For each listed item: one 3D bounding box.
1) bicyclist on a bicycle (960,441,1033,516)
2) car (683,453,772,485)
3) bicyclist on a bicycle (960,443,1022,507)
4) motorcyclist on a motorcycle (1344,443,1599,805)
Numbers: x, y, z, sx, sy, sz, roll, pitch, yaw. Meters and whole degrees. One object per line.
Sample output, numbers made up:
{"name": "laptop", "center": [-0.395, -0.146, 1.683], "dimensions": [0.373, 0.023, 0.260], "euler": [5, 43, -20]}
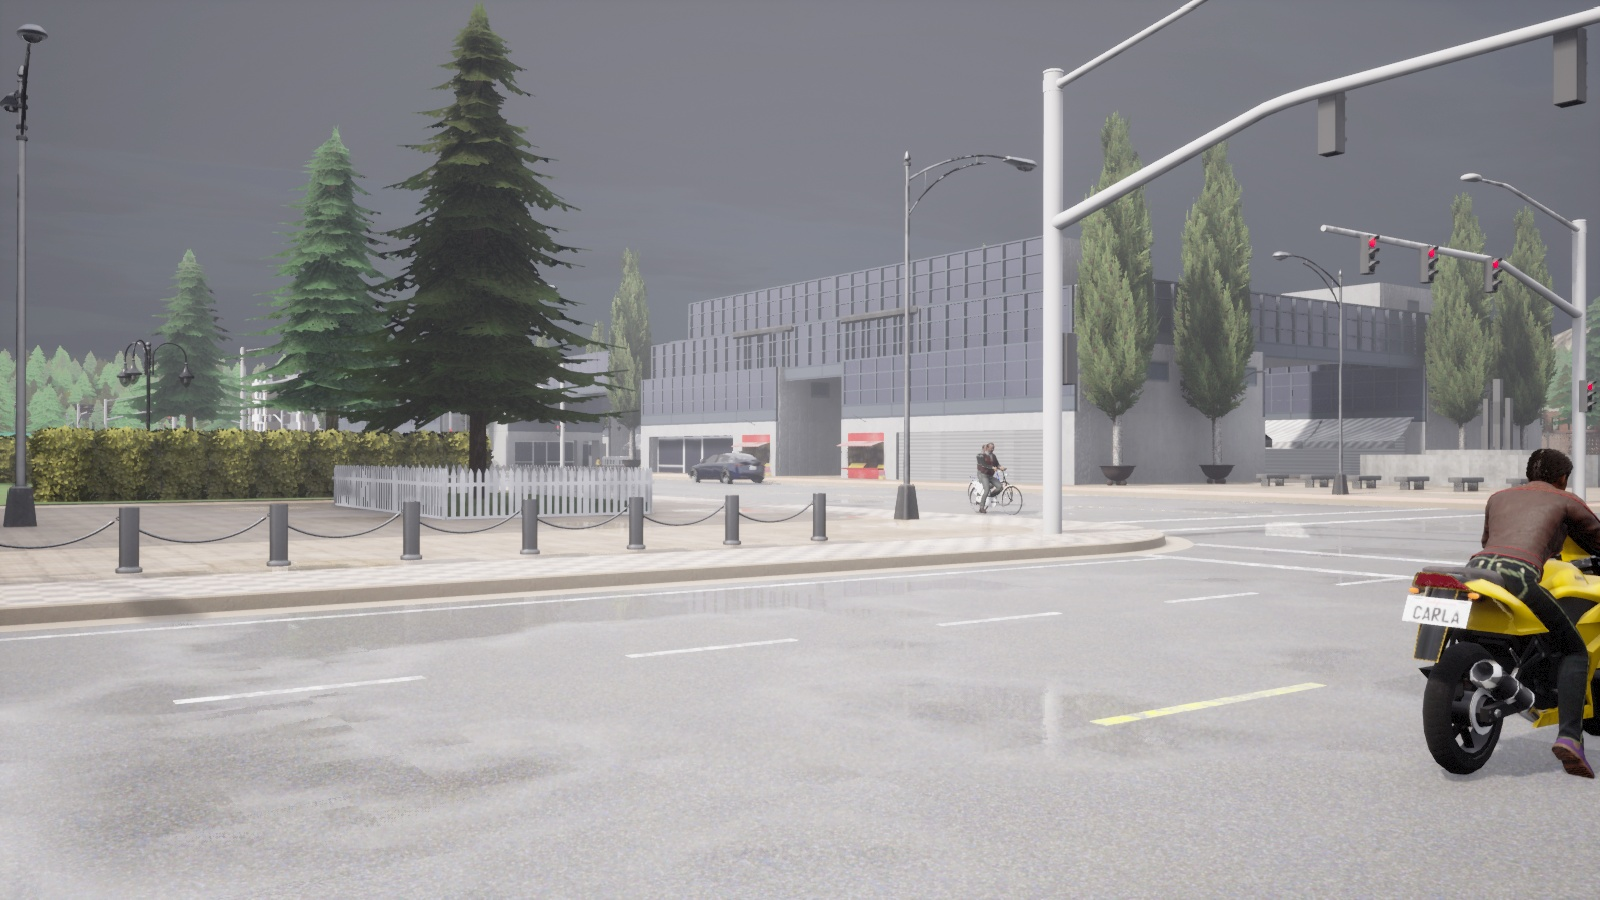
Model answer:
{"name": "bicyclist on a bicycle", "center": [4.793, 0.680, 30.691], "dimensions": [0.659, 1.776, 1.843], "euler": [0, 0, -35]}
{"name": "car", "center": [-3.577, 0.902, 61.036], "dimensions": [2.163, 1.488, 4.792], "euler": [0, 0, -35]}
{"name": "bicyclist on a bicycle", "center": [5.441, 0.692, 35.879], "dimensions": [0.659, 1.776, 1.843], "euler": [0, 0, -35]}
{"name": "motorcyclist on a motorcycle", "center": [3.643, 0.734, 6.198], "dimensions": [2.044, 1.523, 0.797], "euler": [0, 0, -35]}
